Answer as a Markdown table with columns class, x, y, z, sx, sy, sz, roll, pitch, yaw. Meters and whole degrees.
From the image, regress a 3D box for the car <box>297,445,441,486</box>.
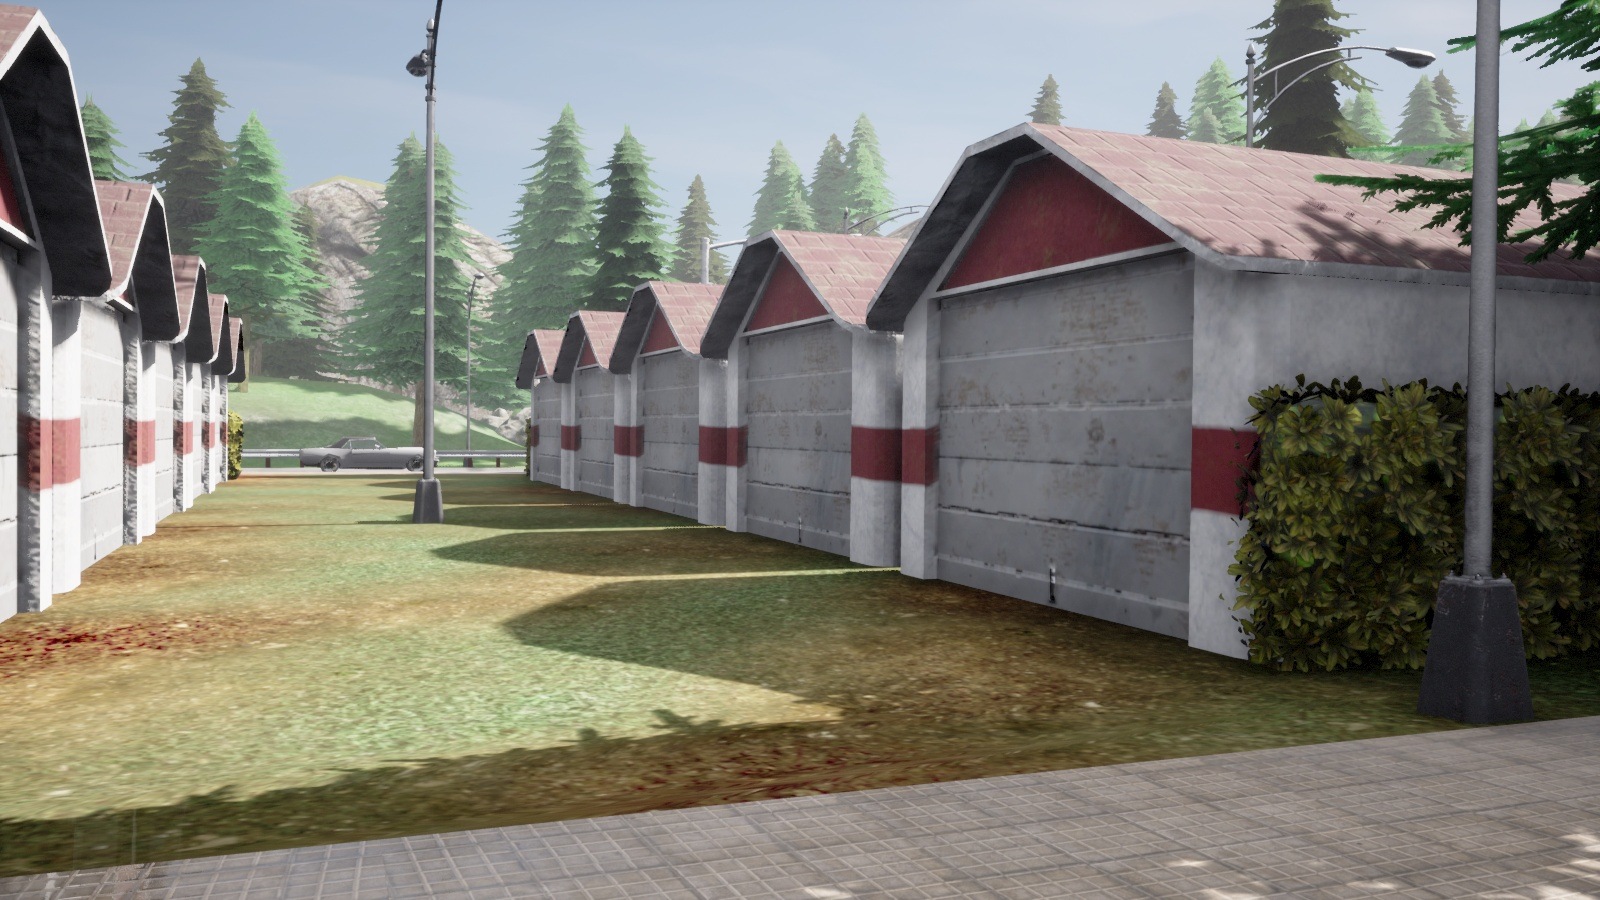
| class | x | y | z | sx | sy | sz | roll | pitch | yaw |
| --- | --- | --- | --- | --- | --- | --- | --- | --- | --- |
| car | -15.294 | 0.516 | 44.639 | 4.718 | 1.301 | 1.895 | -1 | 1 | -20 |
